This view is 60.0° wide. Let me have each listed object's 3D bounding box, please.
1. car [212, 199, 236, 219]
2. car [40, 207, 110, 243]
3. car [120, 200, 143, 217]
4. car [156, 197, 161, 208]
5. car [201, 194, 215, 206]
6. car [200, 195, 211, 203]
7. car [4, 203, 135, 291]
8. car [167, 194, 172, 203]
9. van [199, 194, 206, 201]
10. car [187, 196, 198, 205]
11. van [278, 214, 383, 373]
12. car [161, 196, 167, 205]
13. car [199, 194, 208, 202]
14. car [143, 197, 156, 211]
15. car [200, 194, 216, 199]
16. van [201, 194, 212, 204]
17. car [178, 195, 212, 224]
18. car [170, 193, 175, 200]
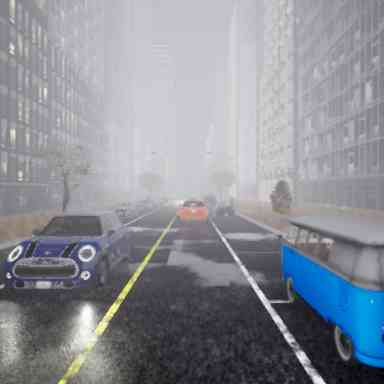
[{"bbox_3d":[2.687,1.540,28.254,2.008,1.369,4.403,-1,0,0],"label":"car"},{"bbox_3d":[-5.696,1.544,16.888,2.008,1.369,4.403,-1,0,0],"label":"car"},{"bbox_3d":[-5.694,1.540,28.255,2.008,1.369,4.403,-1,0,0],"label":"car"},{"bbox_3d":[-5.692,1.422,45.306,1.967,1.590,4.097,-1,0,0],"label":"car"},{"bbox_3d":[2.689,1.292,56.673,2.192,1.841,5.009,-1,0,0],"label":"car"},{"bbox_3d":[2.693,1.411,68.040,1.967,1.590,4.097,-1,0,0],"label":"car"},{"bbox_3d":[-3.095,1.349,9.192,2.097,1.767,4.553,0,0,0],"label":"car"},{"bbox_3d":[-5.687,1.537,68.041,1.947,1.339,4.313,-1,0,0],"label":"car"},{"bbox_3d":[2.695,1.302,85.090,1.690,1.788,3.998,-1,0,0],"label":"van"},{"bbox_3d":[0.110,1.539,60.868,1.994,1.385,4.181,0,0,0],"label":"car"},{"bbox_3d":[2.681,1.339,5.519,1.690,1.788,3.998,-1,0,0],"label":"van"},{"bbox_3d":[-5.689,1.502,56.504,1.752,1.417,4.829,-1,0,0],"label":"car"},{"bbox_3d":[2.694,1.405,79.407,1.967,1.590,4.097,-1,0,0],"label":"car"},{"bbox_3d":[-5.692,1.566,39.622,1.802,1.307,4.206,-1,0,0],"label":"car"},{"bbox_3d":[2.688,1.295,50.989,2.192,1.841,5.009,-1,0,0],"label":"car"},{"bbox_3d":[2.691,1.315,62.356,1.690,1.788,3.998,-1,0,0],"label":"van"},{"bbox_3d":[0.106,1.343,24.550,2.097,1.767,4.553,0,0,0],"label":"car"},{"bbox_3d":[-5.685,1.515,79.408,2.008,1.369,4.403,-1,0,0],"label":"car"}]
